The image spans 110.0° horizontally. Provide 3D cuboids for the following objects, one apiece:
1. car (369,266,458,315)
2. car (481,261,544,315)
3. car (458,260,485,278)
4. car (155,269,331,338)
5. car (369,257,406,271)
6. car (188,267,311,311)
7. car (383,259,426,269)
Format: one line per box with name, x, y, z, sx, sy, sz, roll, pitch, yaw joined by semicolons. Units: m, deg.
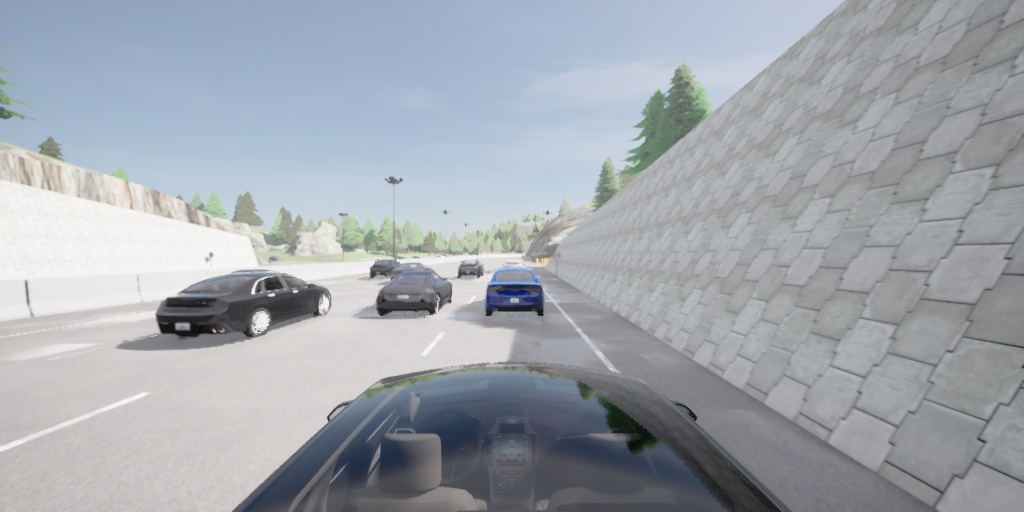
car;-3.411;1.237;13.250;1.994;1.385;4.181;0;1;0
car;0.088;1.150;13.173;1.882;1.535;5.008;0;1;0
car;-3.407;1.049;30.240;2.128;1.511;4.902;0;0;0
car;-6.920;1.201;9.966;1.837;1.490;4.892;0;1;0
car;-10.407;1.063;30.308;1.837;1.490;4.892;0;1;0
car;-10.408;1.226;14.712;1.994;1.385;4.181;0;0;0
car;-6.916;1.140;25.177;2.033;1.411;5.357;0;0;0
